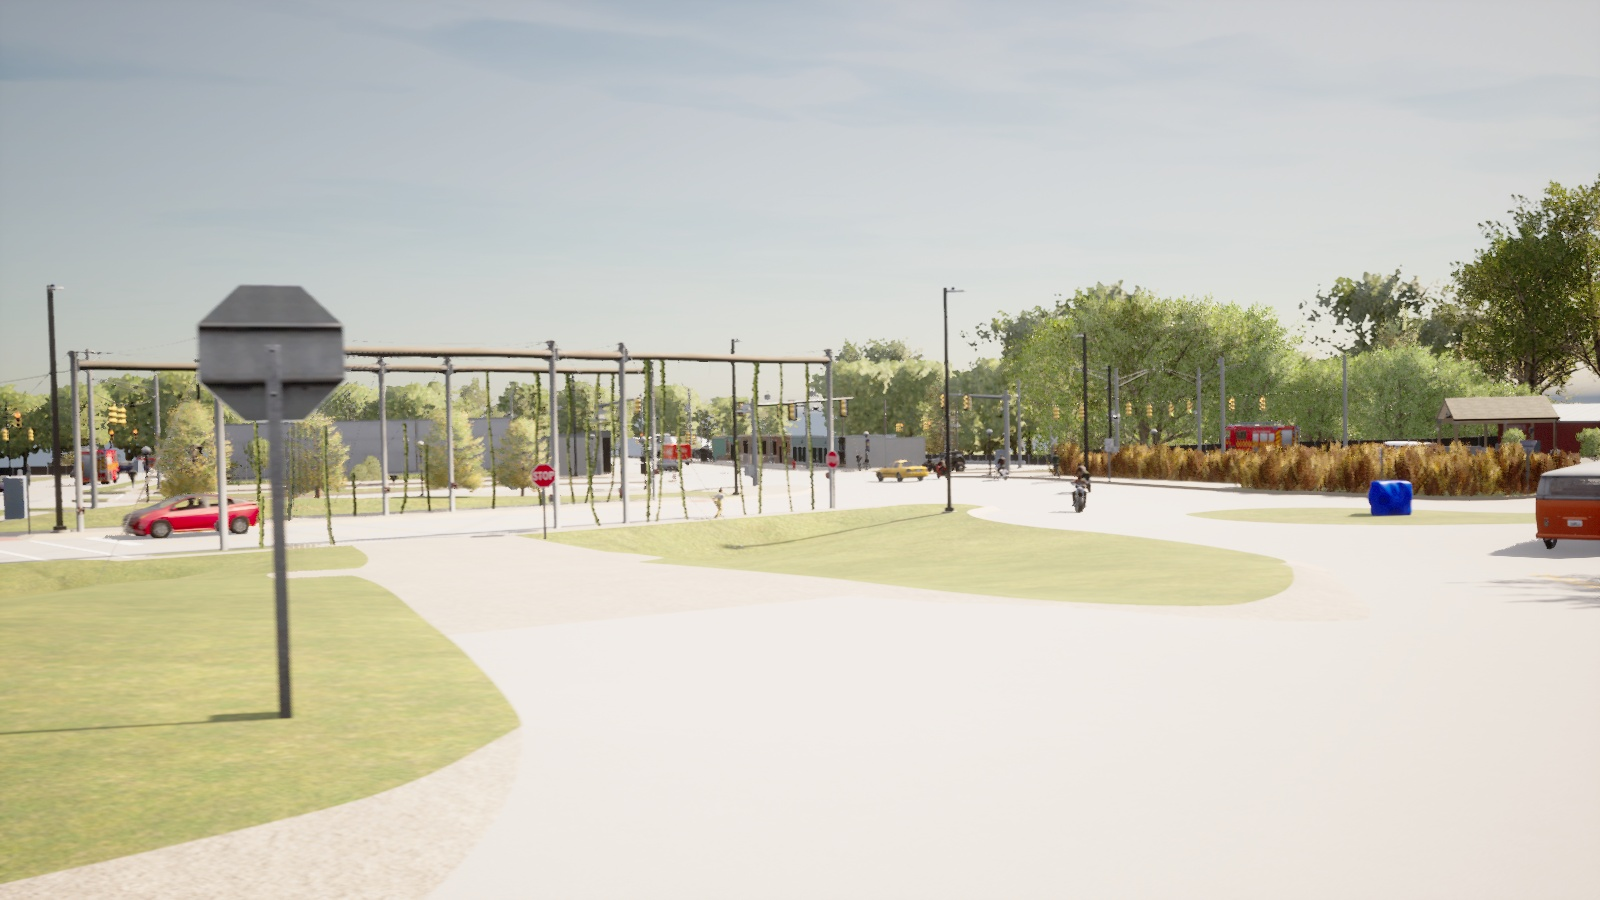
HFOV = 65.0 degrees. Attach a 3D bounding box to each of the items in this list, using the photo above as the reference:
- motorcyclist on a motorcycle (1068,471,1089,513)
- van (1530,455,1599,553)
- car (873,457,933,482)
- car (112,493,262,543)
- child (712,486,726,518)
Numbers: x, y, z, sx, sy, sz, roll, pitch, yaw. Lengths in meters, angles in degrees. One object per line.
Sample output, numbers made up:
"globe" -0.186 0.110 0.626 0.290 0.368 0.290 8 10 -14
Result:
"motorcyclist on a motorcycle" 11.138 1.668 50.212 0.766 1.649 2.350 0 -1 13
"van" 19.670 1.246 30.830 4.442 1.987 1.775 -5 2 -43
"car" 7.007 1.320 86.130 1.801 1.575 5.366 -2 0 -22
"car" -22.445 2.444 46.128 2.007 1.525 4.514 0 1 42
"child" -3.253 2.099 50.494 0.270 1.263 0.437 0 2 44
